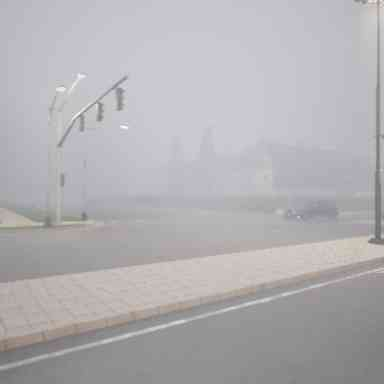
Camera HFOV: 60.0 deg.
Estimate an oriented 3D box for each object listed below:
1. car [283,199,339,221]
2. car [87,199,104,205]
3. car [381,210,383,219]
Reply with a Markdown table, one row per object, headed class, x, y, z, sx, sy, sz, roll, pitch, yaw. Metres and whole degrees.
| class | x | y | z | sx | sy | sz | roll | pitch | yaw |
| --- | --- | --- | --- | --- | --- | --- | --- | --- | --- |
| car | 11.190 | 1.721 | 31.048 | 5.566 | 2.045 | 2.150 | 0 | 0 | -26 |
| car | -19.552 | 1.992 | 67.191 | 1.895 | 1.301 | 4.718 | 1 | -1 | -40 |
| car | 20.682 | 1.981 | 32.949 | 4.902 | 1.511 | 2.128 | 1 | -1 | -34 |
